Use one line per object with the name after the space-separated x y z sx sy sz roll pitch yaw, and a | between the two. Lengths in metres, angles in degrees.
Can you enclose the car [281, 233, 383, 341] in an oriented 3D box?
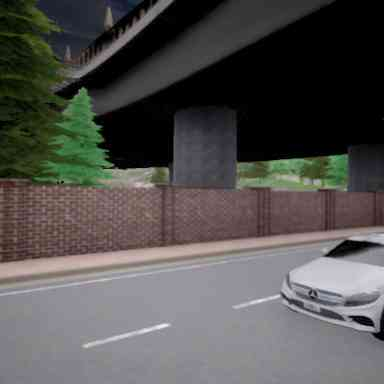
3.834 1.616 6.760 4.674 1.442 1.812 1 -1 -36 | car
